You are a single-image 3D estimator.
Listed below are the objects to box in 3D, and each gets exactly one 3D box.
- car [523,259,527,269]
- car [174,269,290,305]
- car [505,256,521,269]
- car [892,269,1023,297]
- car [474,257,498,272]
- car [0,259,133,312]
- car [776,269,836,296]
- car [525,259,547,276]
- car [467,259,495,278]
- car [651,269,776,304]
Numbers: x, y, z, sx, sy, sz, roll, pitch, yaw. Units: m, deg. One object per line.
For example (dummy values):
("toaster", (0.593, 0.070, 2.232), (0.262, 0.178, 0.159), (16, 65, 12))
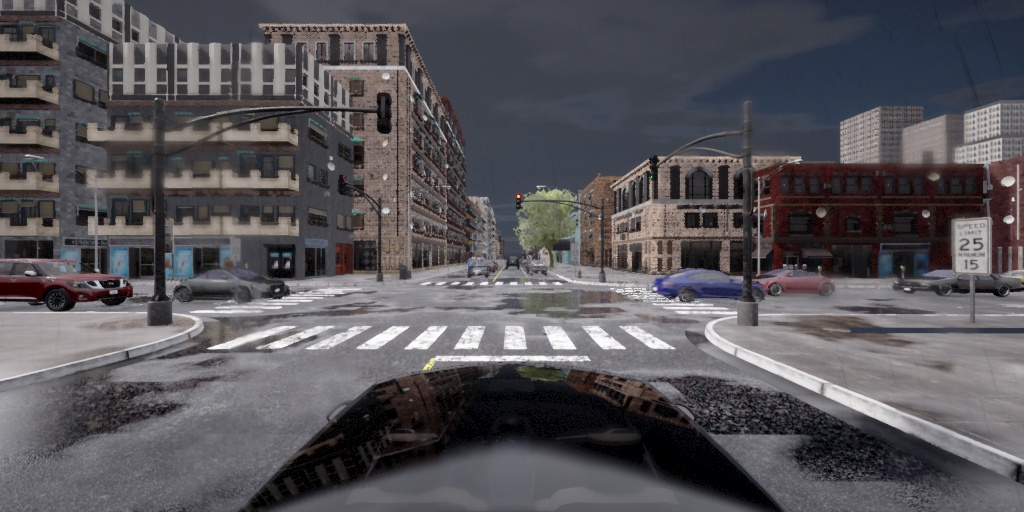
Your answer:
("car", (2.686, 1.228, 42.684), (1.967, 1.591, 4.097), (0, 0, 0))
("car", (-12.047, 1.282, 15.559), (4.181, 1.385, 1.994), (0, 0, 5))
("car", (0.100, 1.035, 58.915), (2.150, 2.045, 5.566), (0, -1, -1))
("car", (24.018, 1.412, 19.354), (5.357, 1.411, 2.033), (0, 0, 0))
("car", (-3.103, 1.143, 44.231), (2.097, 1.767, 4.553), (0, 0, 0))
("car", (-17.278, 1.013, 13.266), (5.009, 1.841, 2.192), (0, 0, 0))
("car", (14.716, 1.387, 19.286), (4.181, 1.385, 1.994), (0, 0, 0))
("car", (2.686, 1.330, 36.987), (2.007, 1.370, 4.403), (0, 0, 0))
("car", (-3.106, 1.266, 34.337), (2.128, 1.511, 4.902), (0, 0, 0))
("car", (8.687, 1.320, 16.041), (4.674, 1.442, 1.812), (0, 0, 0))
